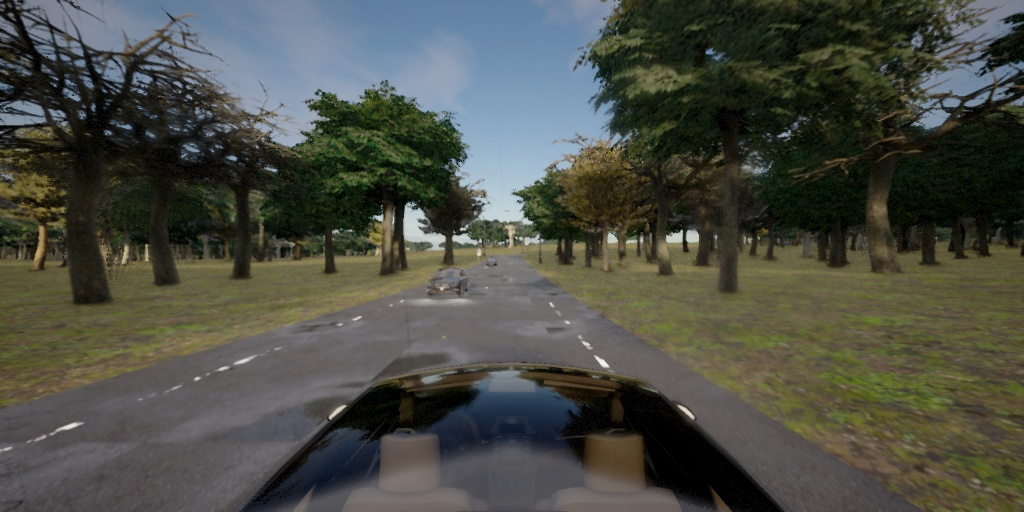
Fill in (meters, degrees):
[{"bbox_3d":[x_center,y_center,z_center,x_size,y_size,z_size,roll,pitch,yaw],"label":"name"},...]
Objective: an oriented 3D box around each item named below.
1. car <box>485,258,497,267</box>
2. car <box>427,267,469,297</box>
[{"bbox_3d":[-3.533,1.051,61.727,1.882,1.535,5.008,0,1,1],"label":"car"},{"bbox_3d":[-3.595,1.444,20.804,1.837,1.490,4.892,0,0,0],"label":"car"}]
